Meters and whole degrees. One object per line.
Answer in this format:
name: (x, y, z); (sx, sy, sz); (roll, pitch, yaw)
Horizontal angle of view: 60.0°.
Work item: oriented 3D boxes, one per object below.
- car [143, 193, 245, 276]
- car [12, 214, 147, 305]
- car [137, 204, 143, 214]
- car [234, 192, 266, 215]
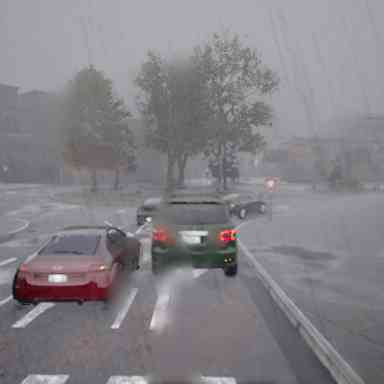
car: (0.099, 1.090, 10.164); (2.150, 2.045, 5.566); (0, 2, 1)
car: (-2.432, 1.488, 8.027); (1.994, 1.385, 4.181); (0, 1, 0)
car: (-1.625, 1.003, 18.932); (1.837, 1.490, 4.892); (0, 3, 12)
car: (3.274, 0.775, 22.144); (1.837, 1.490, 4.892); (4, 6, 37)
